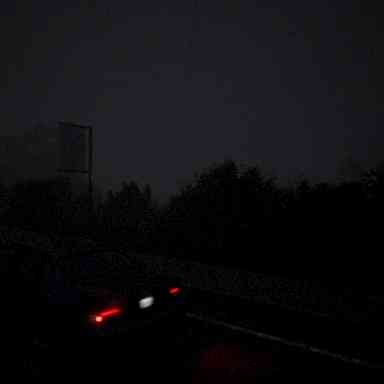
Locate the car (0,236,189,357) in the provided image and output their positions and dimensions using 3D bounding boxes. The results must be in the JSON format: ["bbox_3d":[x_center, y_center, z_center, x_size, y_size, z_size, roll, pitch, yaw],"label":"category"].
[{"bbox_3d":[-2.572,1.560,6.125,5.357,1.411,2.033,0,0,39],"label":"car"}]
